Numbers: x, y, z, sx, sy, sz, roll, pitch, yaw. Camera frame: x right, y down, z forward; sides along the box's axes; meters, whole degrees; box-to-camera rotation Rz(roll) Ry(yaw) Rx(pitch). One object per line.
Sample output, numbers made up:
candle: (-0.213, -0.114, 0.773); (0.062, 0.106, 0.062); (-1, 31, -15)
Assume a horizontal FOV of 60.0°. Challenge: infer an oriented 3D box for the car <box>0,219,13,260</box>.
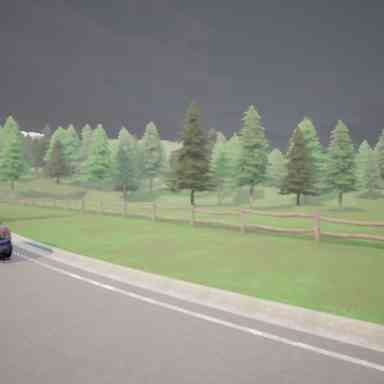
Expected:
car: (-7.842, 1.308, 11.402); (2.097, 1.767, 4.553); (0, 0, -43)
